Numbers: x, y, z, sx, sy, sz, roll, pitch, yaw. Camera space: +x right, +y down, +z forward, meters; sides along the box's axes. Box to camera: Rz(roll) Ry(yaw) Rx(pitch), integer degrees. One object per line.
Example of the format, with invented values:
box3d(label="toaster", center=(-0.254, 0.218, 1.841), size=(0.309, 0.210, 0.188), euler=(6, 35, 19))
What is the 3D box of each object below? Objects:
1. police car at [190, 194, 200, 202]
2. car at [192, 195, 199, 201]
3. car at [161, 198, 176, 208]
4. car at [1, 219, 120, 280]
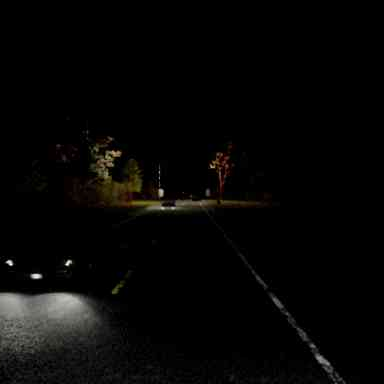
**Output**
box3d(label="police car", center=(1.046, 1.605, 81.674), size=(1.930, 1.638, 5.238), euler=(0, 0, 0))
box3d(label="car", center=(1.055, 1.702, 91.558), size=(1.837, 1.490, 4.892), euler=(0, 0, 0))
box3d(label="car", center=(-3.579, 1.647, 51.389), size=(1.812, 1.442, 4.674), euler=(0, 0, 0))
box3d(label="car", center=(-3.599, 1.575, 10.350), size=(2.033, 1.411, 5.357), euler=(0, 0, 0))
